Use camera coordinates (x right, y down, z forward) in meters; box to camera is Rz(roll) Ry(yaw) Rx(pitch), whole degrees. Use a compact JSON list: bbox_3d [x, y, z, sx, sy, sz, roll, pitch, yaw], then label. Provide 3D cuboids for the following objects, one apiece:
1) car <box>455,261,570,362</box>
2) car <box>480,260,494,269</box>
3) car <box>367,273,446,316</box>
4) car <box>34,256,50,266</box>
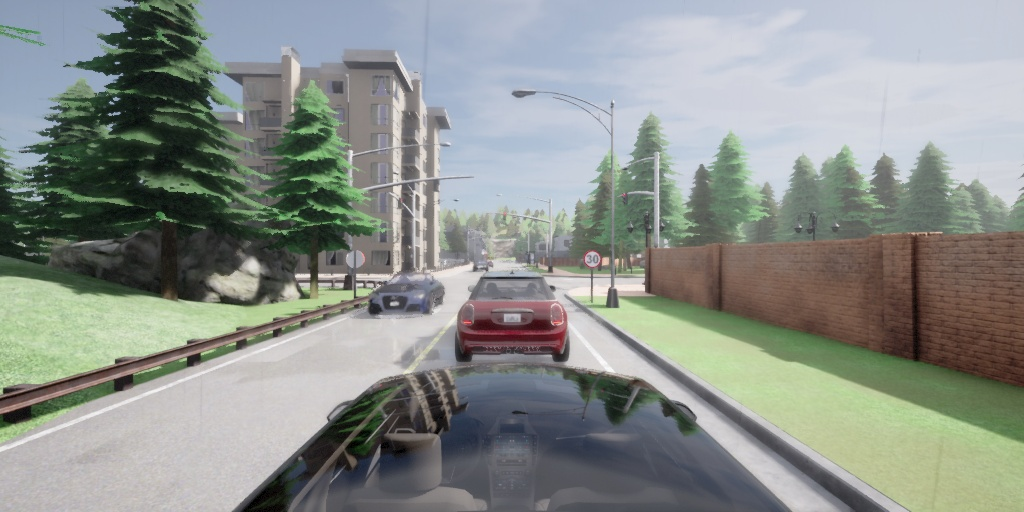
[{"bbox_3d":[0.004,1.102,8.384,2.097,1.767,4.553,0,0,0],"label":"car"},{"bbox_3d":[-4.094,1.314,59.616,1.994,1.385,4.181,0,0,-1],"label":"car"},{"bbox_3d":[-3.699,1.314,13.248,1.994,1.385,4.181,0,0,-1],"label":"car"},{"bbox_3d":[-30.933,0.987,24.692,5.566,2.045,2.150,0,0,-1],"label":"car"}]
